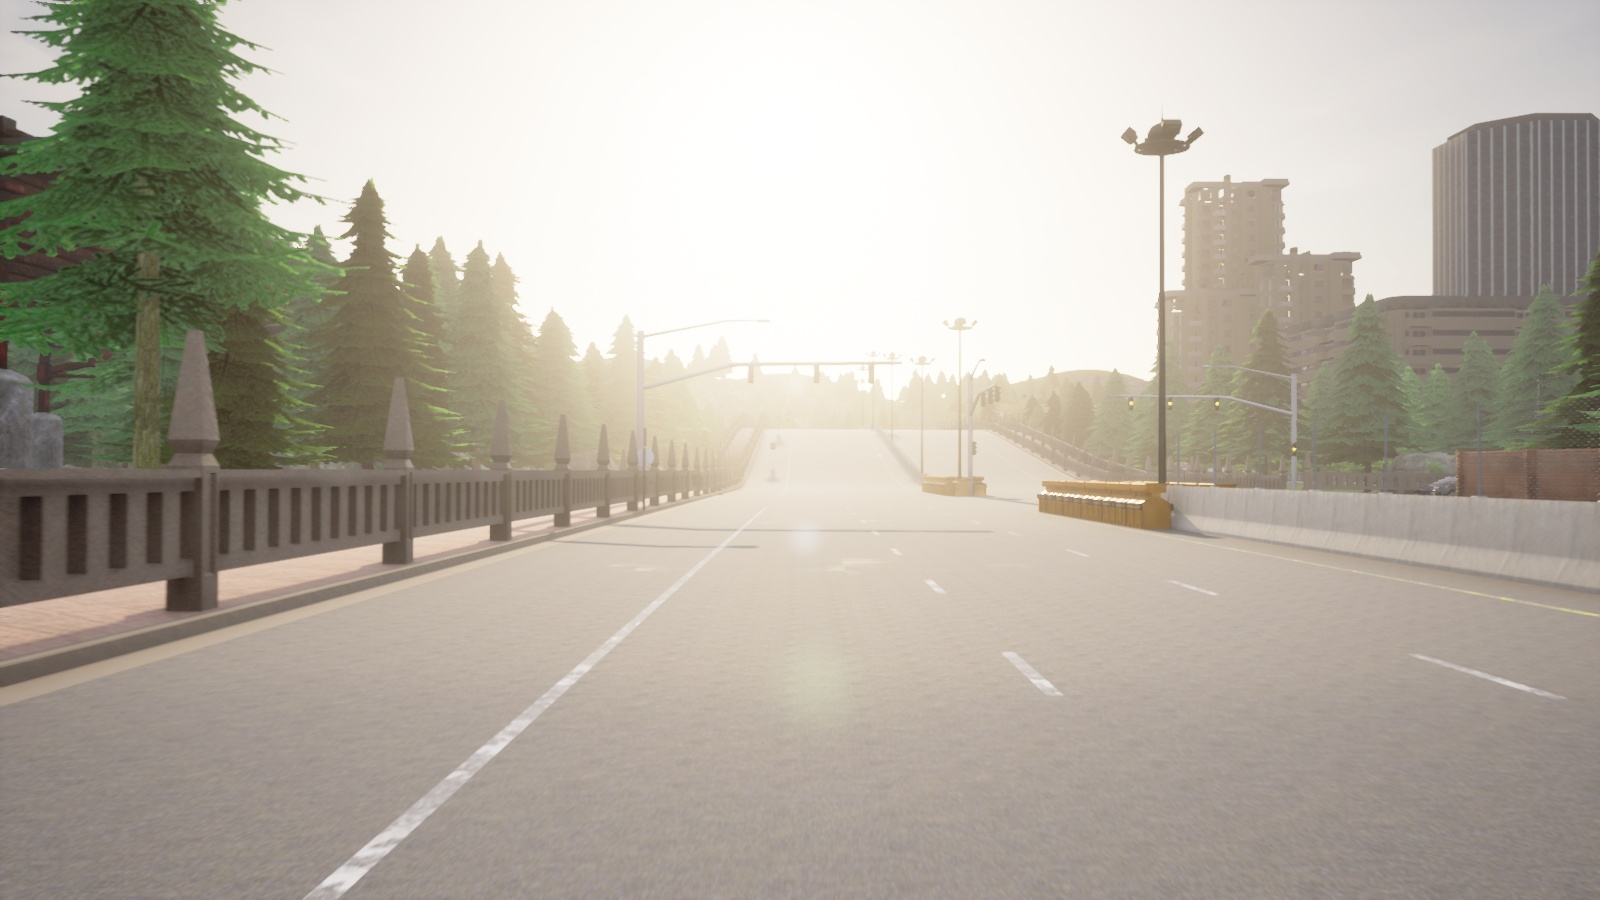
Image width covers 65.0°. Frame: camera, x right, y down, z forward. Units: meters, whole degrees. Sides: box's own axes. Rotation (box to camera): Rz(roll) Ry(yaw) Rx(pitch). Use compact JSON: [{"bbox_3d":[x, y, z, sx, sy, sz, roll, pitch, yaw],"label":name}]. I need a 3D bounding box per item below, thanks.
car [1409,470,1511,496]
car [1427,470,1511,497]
[{"bbox_3d":[38.497,1.894,73.300,4.792,1.488,2.163,0,-1,0],"label":"car"},{"bbox_3d":[37.148,1.855,69.802,3.633,1.501,1.845,0,-1,0],"label":"car"}]
